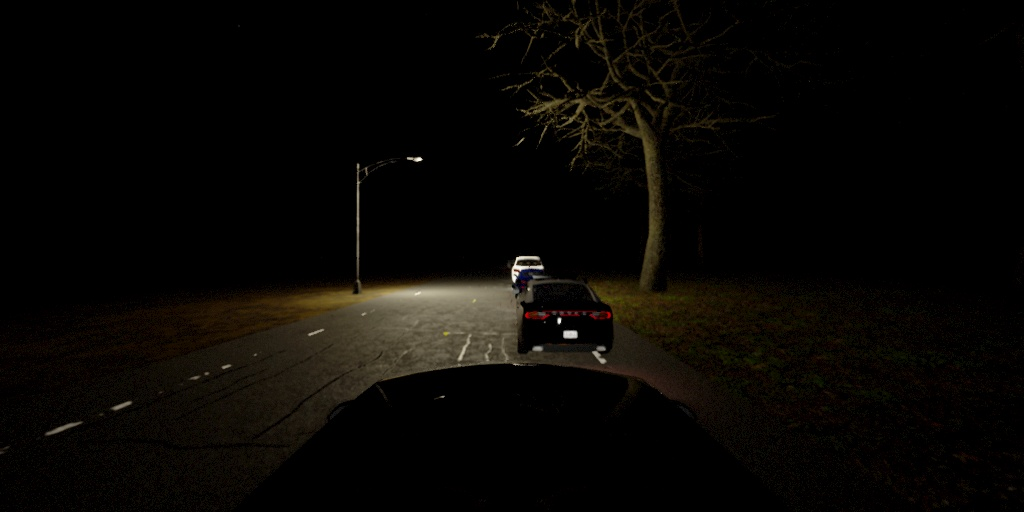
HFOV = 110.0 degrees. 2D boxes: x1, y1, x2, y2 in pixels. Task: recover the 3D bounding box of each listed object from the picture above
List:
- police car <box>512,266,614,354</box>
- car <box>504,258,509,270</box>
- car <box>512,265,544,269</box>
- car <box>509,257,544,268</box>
[{"bbox_3d":[1.055,1.220,9.041,1.930,1.638,5.238,0,0,0],"label":"police car"},{"bbox_3d":[0.101,1.309,53.938,1.812,1.442,4.674,0,0,0],"label":"car"},{"bbox_3d":[1.063,1.368,18.931,1.812,1.442,4.674,0,0,0],"label":"car"},{"bbox_3d":[1.068,1.086,24.963,2.150,2.045,5.566,0,0,0],"label":"car"}]
